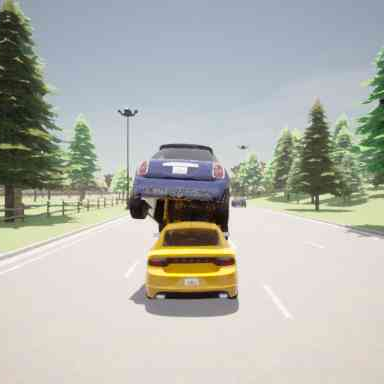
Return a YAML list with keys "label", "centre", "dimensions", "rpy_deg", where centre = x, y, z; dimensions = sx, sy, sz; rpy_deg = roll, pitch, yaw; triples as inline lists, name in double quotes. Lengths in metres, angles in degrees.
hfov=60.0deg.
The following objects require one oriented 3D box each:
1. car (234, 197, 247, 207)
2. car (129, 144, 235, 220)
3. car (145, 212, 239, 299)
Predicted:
- label: "car"
  centre: [6.993, 1.491, 49.919]
  dimensions: [2.128, 1.511, 4.902]
  rpy_deg: [0, 0, 0]
- label: "car"
  centre: [-0.030, 0.110, 8.846]
  dimensions: [2.097, 1.767, 4.553]
  rpy_deg: [3, -14, 7]
- label: "car"
  centre: [-0.005, 1.491, 8.474]
  dimensions: [1.882, 1.535, 5.008]
  rpy_deg: [-1, 0, 0]
